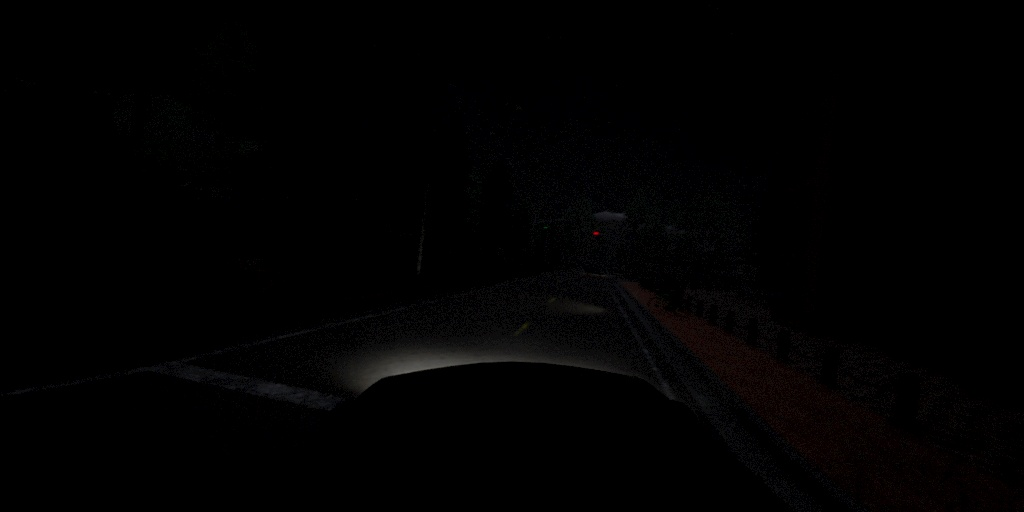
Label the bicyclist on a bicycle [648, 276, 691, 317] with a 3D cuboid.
[{"bbox_3d":[6.453,1.637,14.612,1.656,1.620,0.582,7,1,14],"label":"bicyclist on a bicycle"}]

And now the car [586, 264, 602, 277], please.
[{"bbox_3d":[12.191,2.004,53.131,2.097,1.767,4.553,6,1,14],"label":"car"}]
